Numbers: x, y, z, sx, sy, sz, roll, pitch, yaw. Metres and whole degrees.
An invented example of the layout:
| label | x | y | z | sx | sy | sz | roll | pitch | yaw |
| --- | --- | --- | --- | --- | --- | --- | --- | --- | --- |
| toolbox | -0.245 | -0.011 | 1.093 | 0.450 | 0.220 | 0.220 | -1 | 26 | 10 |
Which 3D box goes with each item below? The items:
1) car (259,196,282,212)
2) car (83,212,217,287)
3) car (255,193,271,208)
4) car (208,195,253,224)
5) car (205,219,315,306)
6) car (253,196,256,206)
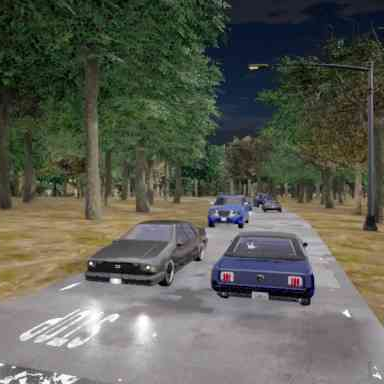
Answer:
| label | x | y | z | sx | sy | sz | roll | pitch | yaw |
| --- | --- | --- | --- | --- | --- | --- | --- | --- | --- |
| car | 9.019 | 1.534 | 37.776 | 1.994 | 1.385 | 4.181 | 0 | 0 | 8 |
| car | -0.914 | 1.551 | 9.786 | 2.033 | 1.411 | 5.357 | 0 | 0 | 16 |
| car | 10.122 | 1.141 | 47.725 | 2.150 | 2.045 | 5.566 | 0 | 0 | 3 |
| car | 2.555 | 1.225 | 22.138 | 2.150 | 2.045 | 5.566 | 0 | 0 | 15 |
| car | 1.858 | 1.603 | 8.168 | 1.895 | 1.301 | 4.718 | 0 | 0 | 16 |
| car | 6.179 | 1.512 | 39.532 | 2.033 | 1.411 | 5.357 | 0 | 0 | 9 |
